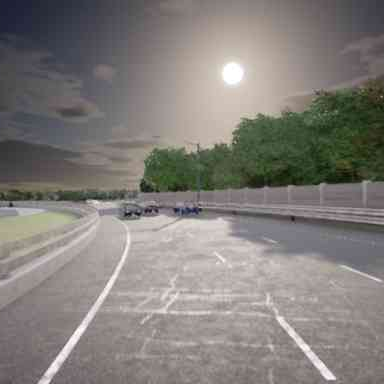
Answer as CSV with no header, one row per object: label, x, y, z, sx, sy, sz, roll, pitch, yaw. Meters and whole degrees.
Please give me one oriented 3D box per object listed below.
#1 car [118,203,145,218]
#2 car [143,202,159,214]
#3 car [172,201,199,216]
car,-7.002,2.119,37.097,1.895,1.301,4.718,0,-1,-22
car,-5.764,2.087,43.084,1.837,1.490,4.892,1,-1,-24
car,-0.897,1.863,40.486,2.097,1.767,4.553,0,-1,-21
